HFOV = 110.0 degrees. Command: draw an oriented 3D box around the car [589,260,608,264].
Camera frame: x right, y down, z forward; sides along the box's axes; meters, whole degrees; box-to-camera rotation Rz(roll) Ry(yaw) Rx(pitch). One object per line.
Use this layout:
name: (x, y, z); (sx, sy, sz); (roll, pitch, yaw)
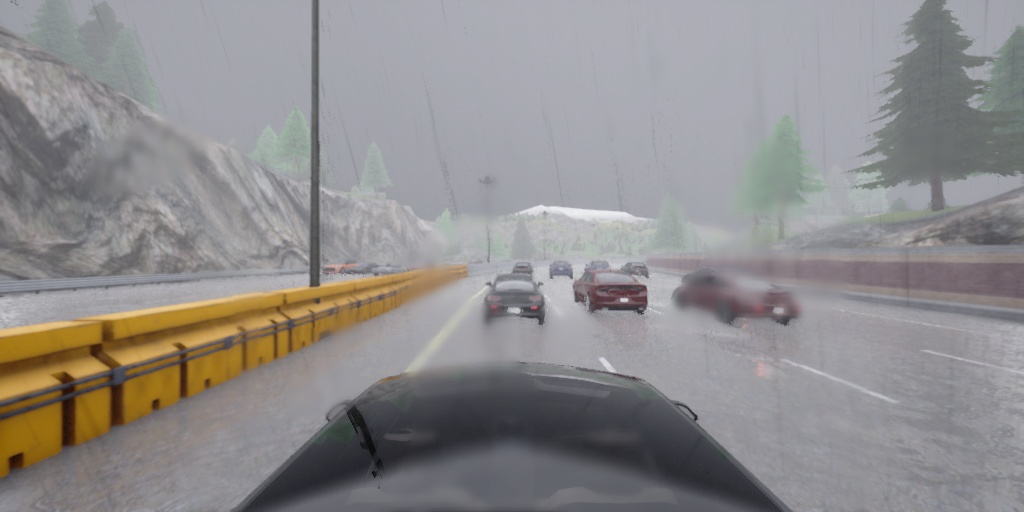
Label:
car: (8.178, 1.172, 34.139); (2.097, 1.767, 4.553); (0, 0, 6)

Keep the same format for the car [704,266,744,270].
car: (10.636, 1.278, 18.551); (2.128, 1.511, 4.902); (0, 0, 1)

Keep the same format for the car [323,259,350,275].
car: (-19.331, 1.189, 40.842); (2.097, 1.767, 4.553); (0, 0, 8)

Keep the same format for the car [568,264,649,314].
car: (3.594, 1.254, 13.917); (1.882, 1.535, 5.008); (0, 0, 0)

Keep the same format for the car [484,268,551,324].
car: (0.090, 1.298, 11.952); (1.812, 1.442, 4.674); (0, 0, 0)

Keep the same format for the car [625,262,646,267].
car: (11.735, 1.326, 34.493); (1.837, 1.490, 4.892); (0, 0, 7)

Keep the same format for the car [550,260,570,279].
car: (4.663, 1.173, 34.140); (2.097, 1.767, 4.553); (0, 0, 6)

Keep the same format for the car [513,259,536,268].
car: (1.164, 1.326, 34.458); (1.837, 1.490, 4.892); (0, 0, 6)

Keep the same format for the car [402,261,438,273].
car: (-9.238, 1.306, 37.370); (1.882, 1.535, 5.008); (0, 0, 8)

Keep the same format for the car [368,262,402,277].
car: (-12.757, 1.430, 37.583); (1.895, 1.301, 4.718); (0, 0, 7)

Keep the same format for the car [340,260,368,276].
car: (-16.049, 1.381, 39.451); (2.033, 1.411, 5.357); (0, 0, 8)

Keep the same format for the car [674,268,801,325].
car: (7.086, 1.297, 11.778); (1.812, 1.442, 4.674); (0, 0, 0)
